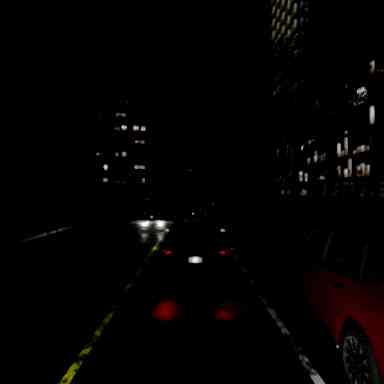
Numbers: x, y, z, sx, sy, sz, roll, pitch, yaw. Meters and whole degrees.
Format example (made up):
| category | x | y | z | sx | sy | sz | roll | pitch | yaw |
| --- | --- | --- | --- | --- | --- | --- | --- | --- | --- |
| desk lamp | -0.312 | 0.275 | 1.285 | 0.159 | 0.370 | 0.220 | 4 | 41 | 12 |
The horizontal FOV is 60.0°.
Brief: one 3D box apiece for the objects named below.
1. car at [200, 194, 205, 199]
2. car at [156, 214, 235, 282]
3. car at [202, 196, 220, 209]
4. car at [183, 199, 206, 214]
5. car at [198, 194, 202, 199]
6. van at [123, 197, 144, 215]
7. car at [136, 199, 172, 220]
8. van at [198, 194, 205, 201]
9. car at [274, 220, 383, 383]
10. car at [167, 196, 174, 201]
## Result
| category | x | y | z | sx | sy | sz | roll | pitch | yaw |
| --- | --- | --- | --- | --- | --- | --- | --- | --- | --- |
| car | 2.696 | 1.568 | 55.766 | 1.752 | 1.417 | 4.829 | 0 | 0 | 0 |
| car | 0.086 | 1.566 | 9.821 | 1.994 | 1.385 | 4.181 | 0 | 0 | 0 |
| car | 2.694 | 1.593 | 44.331 | 1.947 | 1.339 | 4.313 | 0 | 0 | 0 |
| car | 0.103 | 1.614 | 31.508 | 1.895 | 1.301 | 4.718 | 0 | 0 | 0 |
| car | 2.701 | 1.419 | 88.010 | 2.192 | 1.841 | 5.009 | 0 | 0 | 0 |
| van | -5.688 | 1.356 | 33.067 | 1.690 | 1.788 | 3.998 | 0 | 0 | 0 |
| car | -3.096 | 1.558 | 28.268 | 2.033 | 1.411 | 5.357 | 0 | 0 | 0 |
| van | 2.702 | 1.459 | 93.535 | 1.690 | 1.788 | 3.998 | 0 | 0 | 0 |
| car | 2.687 | 1.315 | 4.907 | 2.192 | 1.841 | 5.009 | 0 | 0 | 0 |
| car | -5.678 | 1.655 | 88.010 | 2.008 | 1.369 | 4.403 | 0 | 0 | 0 |
